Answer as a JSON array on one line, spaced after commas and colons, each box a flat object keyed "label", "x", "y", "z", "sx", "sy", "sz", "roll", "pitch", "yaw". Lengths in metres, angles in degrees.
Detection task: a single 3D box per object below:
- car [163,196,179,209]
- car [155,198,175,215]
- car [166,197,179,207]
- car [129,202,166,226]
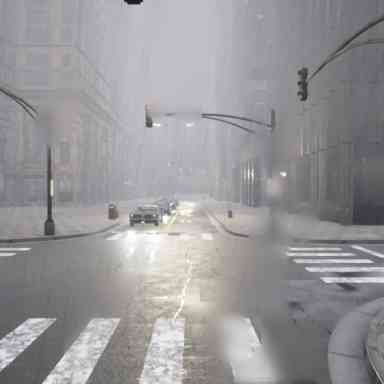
[{"label": "car", "x": -3.113, "y": 1.355, "z": 43.226, "sx": 2.097, "sy": 1.767, "sz": 4.553, "roll": 0, "pitch": 0, "yaw": 0}, {"label": "car", "x": -3.106, "y": 1.565, "z": 33.224, "sx": 1.994, "sy": 1.385, "sz": 4.181, "roll": 0, "pitch": 0, "yaw": 0}, {"label": "car", "x": -3.073, "y": 1.532, "z": 53.267, "sx": 1.812, "sy": 1.442, "sz": 4.674, "roll": 0, "pitch": 0, "yaw": 0}, {"label": "car", "x": -3.109, "y": 1.601, "z": 23.282, "sx": 1.895, "sy": 1.301, "sz": 4.718, "roll": 0, "pitch": 0, "yaw": 0}]
